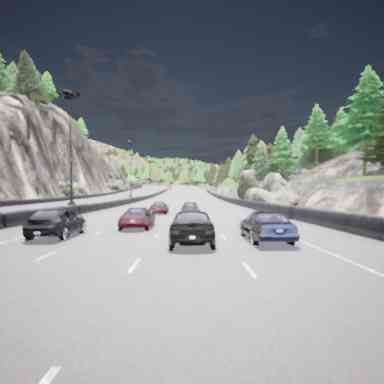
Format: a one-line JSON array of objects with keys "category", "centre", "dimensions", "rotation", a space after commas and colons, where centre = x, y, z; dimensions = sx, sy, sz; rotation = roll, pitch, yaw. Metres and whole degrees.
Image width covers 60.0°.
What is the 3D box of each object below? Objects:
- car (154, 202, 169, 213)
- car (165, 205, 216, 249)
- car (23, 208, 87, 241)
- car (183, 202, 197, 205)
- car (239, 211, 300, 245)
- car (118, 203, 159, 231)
[{"category": "car", "centre": [-3.700, 1.778, 38.094], "dimensions": [1.994, 1.385, 4.181], "rotation": [0, 0, 0]}, {"category": "car", "centre": [-0.006, 1.557, 14.942], "dimensions": [1.882, 1.535, 5.008], "rotation": [0, 0, 0]}, {"category": "car", "centre": [-7.027, 1.632, 17.465], "dimensions": [1.837, 1.490, 4.892], "rotation": [0, 0, 0]}, {"category": "car", "centre": [-0.159, 1.724, 33.372], "dimensions": [2.033, 1.411, 5.357], "rotation": [0, 0, 0]}, {"category": "car", "centre": [3.487, 1.614, 15.818], "dimensions": [2.033, 1.411, 5.357], "rotation": [0, 0, 0]}, {"category": "car", "centre": [-3.564, 1.698, 21.899], "dimensions": [1.994, 1.385, 4.181], "rotation": [0, 0, 0]}]
